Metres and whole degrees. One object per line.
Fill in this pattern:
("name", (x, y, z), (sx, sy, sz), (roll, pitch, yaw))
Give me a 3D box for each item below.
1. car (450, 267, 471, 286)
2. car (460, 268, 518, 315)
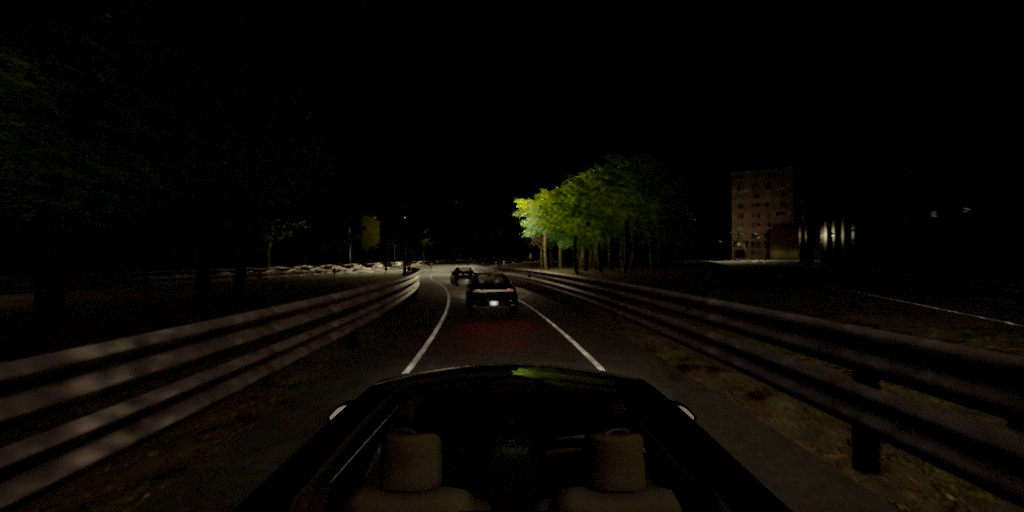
("car", (-4.015, 1.653, 29.727), (2.128, 1.511, 4.902), (0, -1, -16))
("car", (-0.928, 1.429, 14.559), (2.128, 1.511, 4.902), (0, -1, -8))
